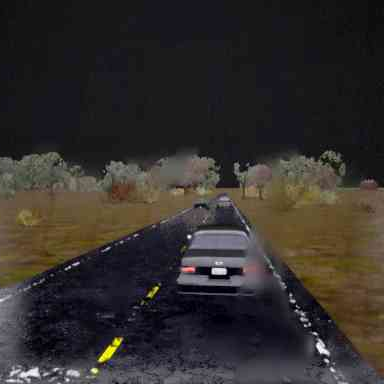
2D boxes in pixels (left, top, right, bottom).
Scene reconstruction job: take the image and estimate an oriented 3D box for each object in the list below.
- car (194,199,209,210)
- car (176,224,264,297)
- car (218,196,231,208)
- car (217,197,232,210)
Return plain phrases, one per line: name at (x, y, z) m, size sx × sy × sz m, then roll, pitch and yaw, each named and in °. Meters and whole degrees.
car at (1.289, 1.593, 44.079) m, size 1.895 × 1.301 × 4.718 m, roll 0°, pitch 0°, yaw 6°
car at (0.762, 1.547, 8.785) m, size 2.033 × 1.411 × 5.357 m, roll 0°, pitch 0°, yaw 6°
car at (4.858, 1.466, 49.599) m, size 1.882 × 1.535 × 5.008 m, roll 0°, pitch 0°, yaw 6°
car at (4.164, 1.485, 42.296) m, size 2.128 × 1.511 × 4.902 m, roll 0°, pitch 0°, yaw 6°
